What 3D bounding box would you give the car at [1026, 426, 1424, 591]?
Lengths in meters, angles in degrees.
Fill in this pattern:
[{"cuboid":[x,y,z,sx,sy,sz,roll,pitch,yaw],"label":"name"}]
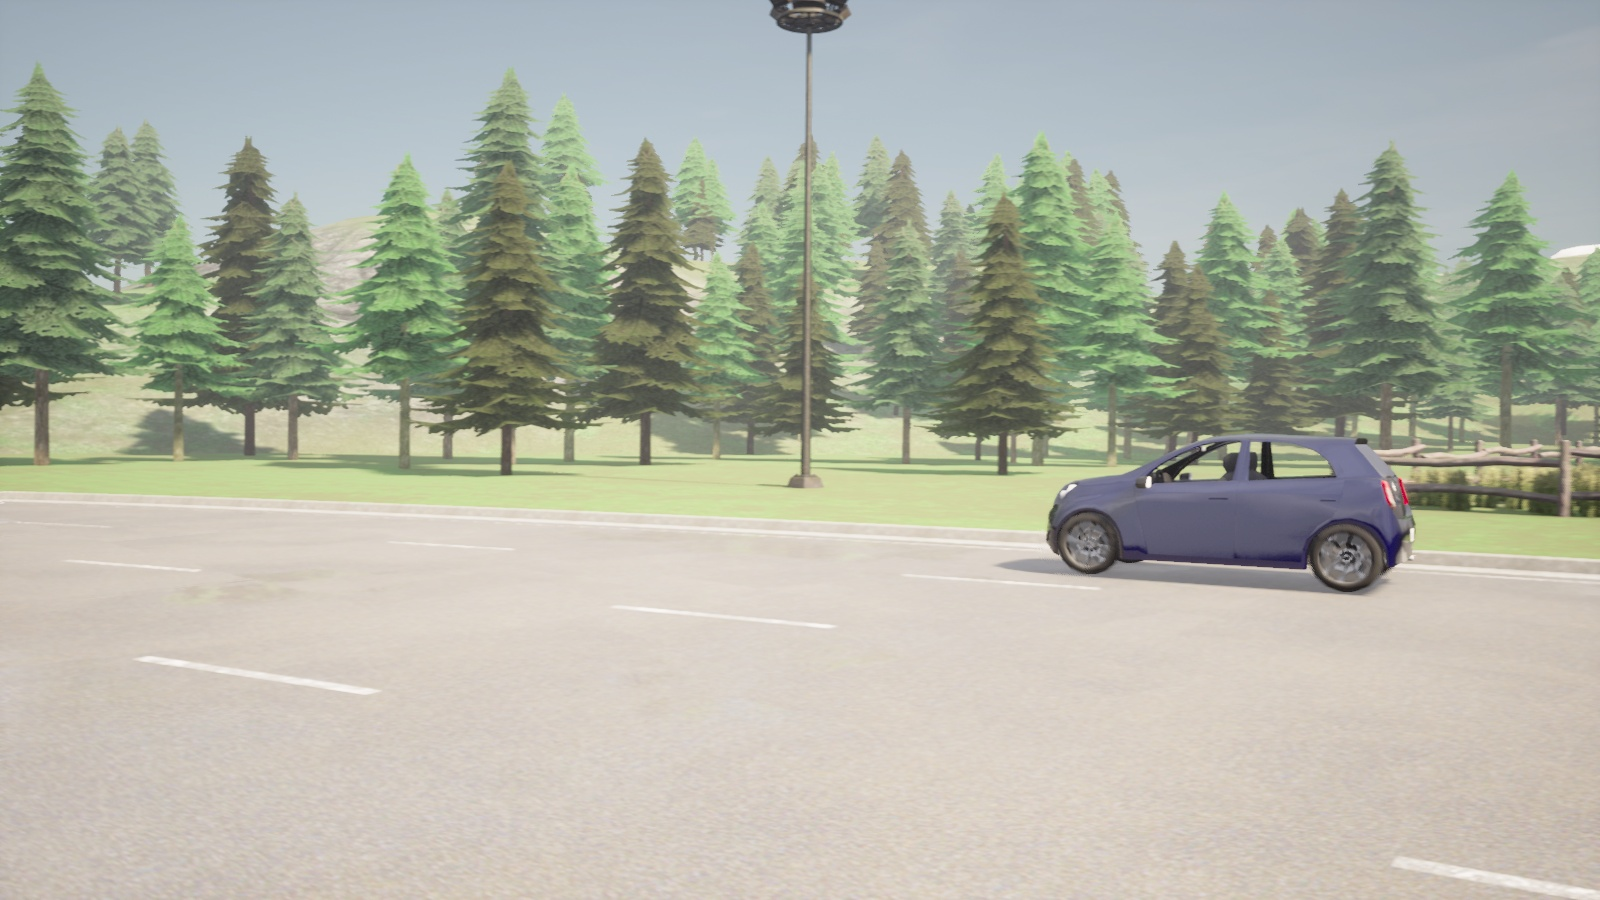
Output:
[{"cuboid":[4.426,0.524,13.150,3.633,1.501,1.845,0,1,31],"label":"car"}]
